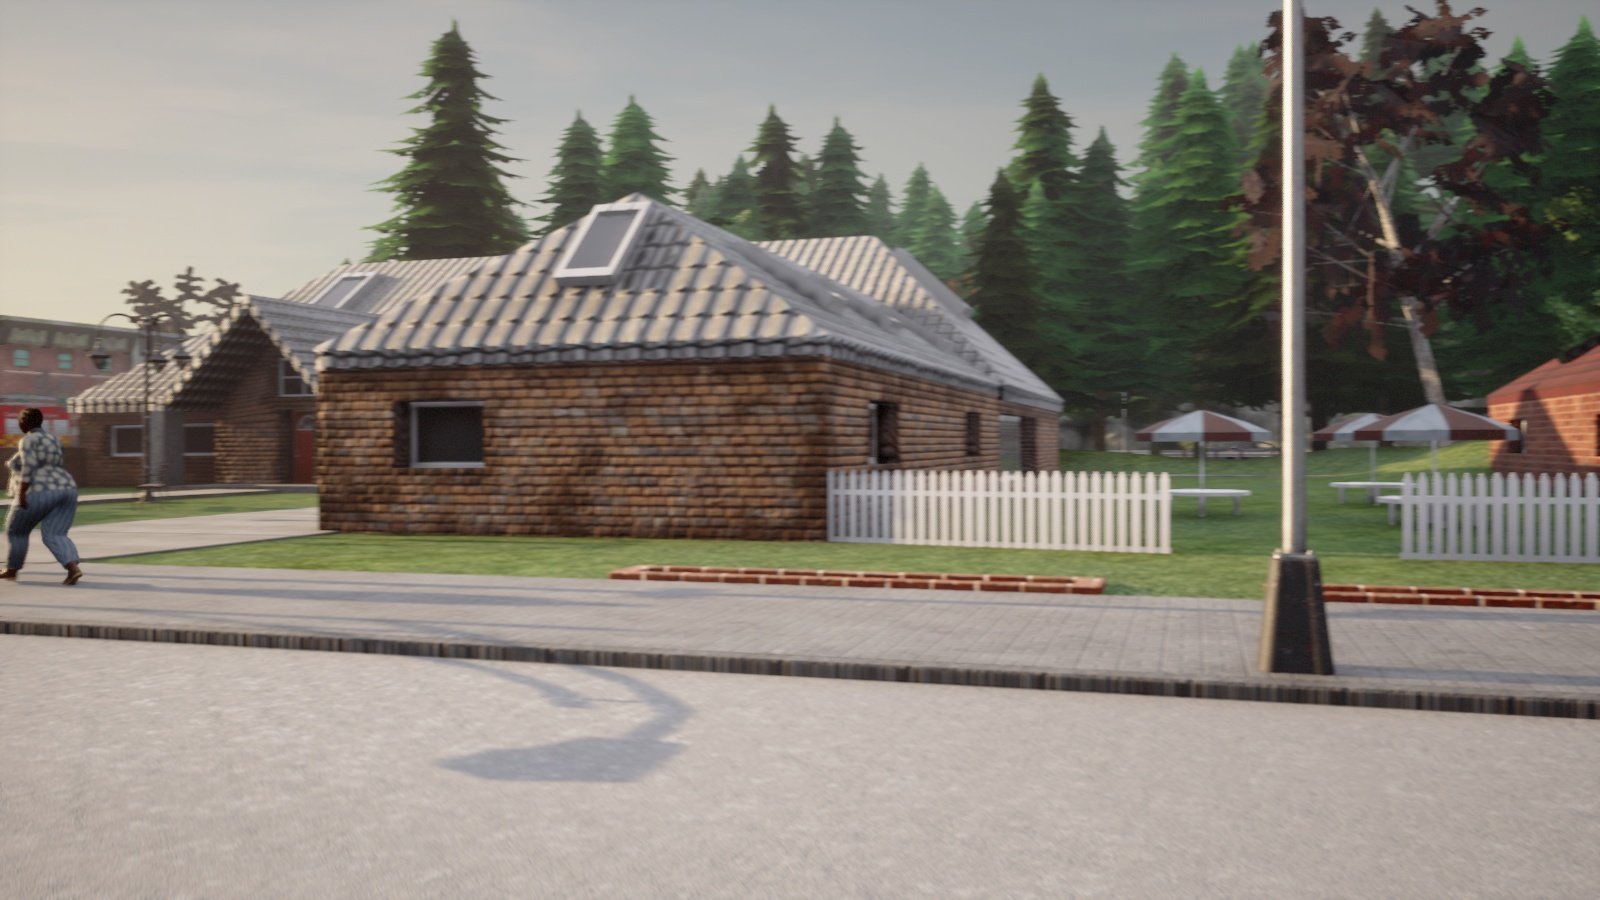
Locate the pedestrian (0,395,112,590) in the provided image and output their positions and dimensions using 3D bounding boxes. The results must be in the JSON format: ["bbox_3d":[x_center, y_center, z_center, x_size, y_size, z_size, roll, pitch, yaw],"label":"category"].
[{"bbox_3d":[-7.578,0.401,12.523,0.900,1.855,0.874,0,0,17],"label":"pedestrian"}]

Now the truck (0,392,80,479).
[{"bbox_3d":[-36.824,-0.635,55.963,2.891,3.827,8.468,0,0,18],"label":"truck"}]

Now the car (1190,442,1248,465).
[{"bbox_3d":[27.750,0.202,83.285,3.633,1.501,1.845,0,0,18],"label":"car"}]

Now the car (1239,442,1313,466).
[{"bbox_3d":[29.692,0.223,78.475,4.193,1.474,1.816,0,0,18],"label":"car"}]
